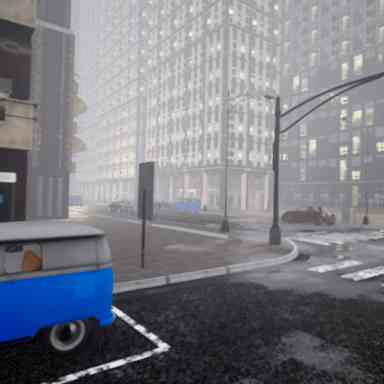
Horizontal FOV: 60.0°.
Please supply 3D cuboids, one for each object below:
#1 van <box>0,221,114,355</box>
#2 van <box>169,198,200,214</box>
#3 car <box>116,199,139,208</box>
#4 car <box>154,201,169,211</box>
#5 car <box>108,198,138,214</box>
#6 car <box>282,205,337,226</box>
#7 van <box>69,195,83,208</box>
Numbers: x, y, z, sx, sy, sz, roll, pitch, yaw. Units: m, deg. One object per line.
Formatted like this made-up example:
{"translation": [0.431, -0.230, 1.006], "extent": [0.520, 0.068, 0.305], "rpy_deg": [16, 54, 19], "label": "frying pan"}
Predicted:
{"translation": [-3.071, 1.341, 4.515], "extent": [3.998, 1.788, 1.690], "rpy_deg": [1, 1, -35], "label": "van"}
{"translation": [-0.657, 1.638, 40.180], "extent": [1.690, 1.788, 3.998], "rpy_deg": [2, -1, -35], "label": "van"}
{"translation": [-10.476, 1.842, 53.991], "extent": [1.947, 1.339, 4.313], "rpy_deg": [2, -1, -35], "label": "car"}
{"translation": [-3.934, 1.840, 44.782], "extent": [2.008, 1.369, 4.403], "rpy_deg": [2, -1, -35], "label": "car"}
{"translation": [-7.492, 1.588, 35.326], "extent": [2.008, 1.369, 4.403], "rpy_deg": [2, -1, -35], "label": "car"}
{"translation": [9.154, 1.760, 26.363], "extent": [1.967, 1.590, 4.097], "rpy_deg": [2, -1, -35], "label": "car"}
{"translation": [-17.299, 1.359, 49.145], "extent": [1.690, 1.788, 3.998], "rpy_deg": [2, -1, -35], "label": "van"}
